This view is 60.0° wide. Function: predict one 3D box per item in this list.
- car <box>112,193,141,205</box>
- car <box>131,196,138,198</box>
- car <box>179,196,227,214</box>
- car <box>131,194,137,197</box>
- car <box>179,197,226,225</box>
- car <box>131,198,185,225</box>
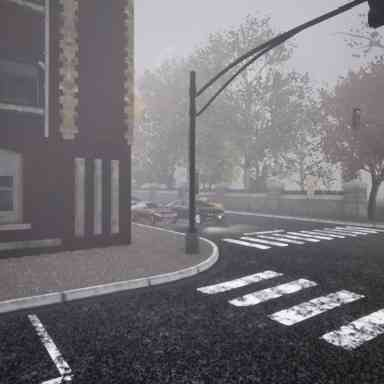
[{"bbox_3d":[-8.693,0.864,43.860,2.008,1.369,4.403,1,0,-36],"label":"car"},{"bbox_3d":[-5.764,1.158,25.492,1.802,1.307,4.206,2,0,-36],"label":"car"},{"bbox_3d":[0.934,1.129,30.532,1.752,1.417,4.829,1,0,-36],"label":"car"},{"bbox_3d":[-5.705,1.029,29.816,1.837,1.490,4.892,0,1,-36],"label":"car"},{"bbox_3d":[0.145,1.207,21.668,1.837,1.490,4.892,0,1,-39],"label":"car"},{"bbox_3d":[-2.523,1.257,21.004,1.802,1.307,4.206,2,0,-36],"label":"car"}]
